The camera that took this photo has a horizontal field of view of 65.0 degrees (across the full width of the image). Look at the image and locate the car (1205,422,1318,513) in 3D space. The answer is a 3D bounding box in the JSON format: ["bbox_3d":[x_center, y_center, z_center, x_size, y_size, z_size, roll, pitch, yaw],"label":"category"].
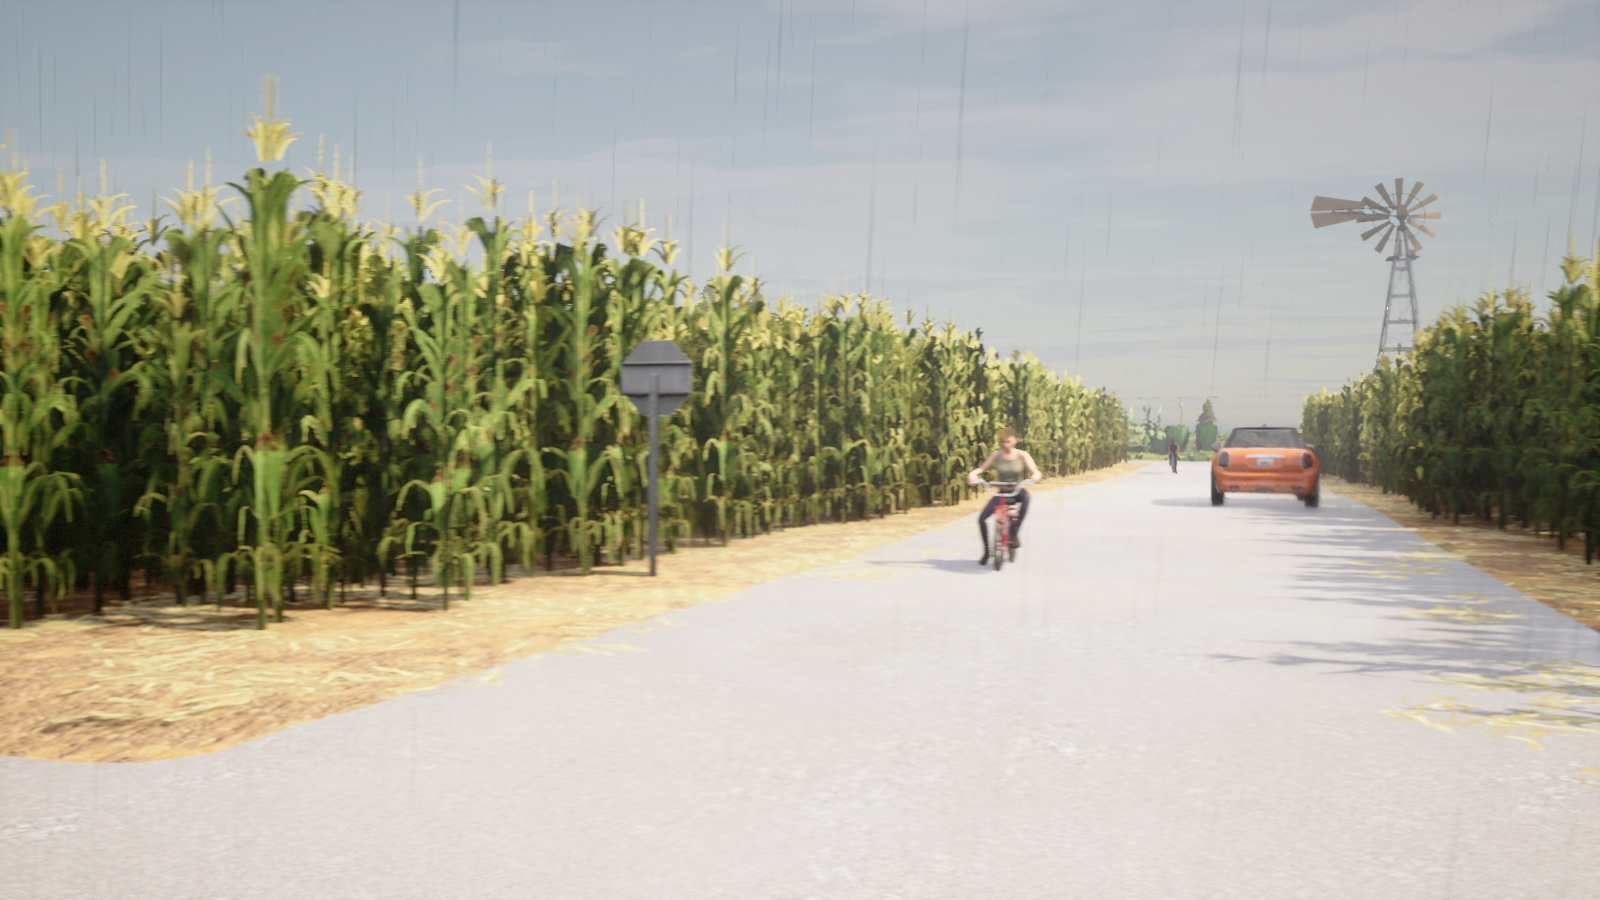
[{"bbox_3d":[9.974,0.323,27.326,2.097,1.767,4.553,1,1,19],"label":"car"}]

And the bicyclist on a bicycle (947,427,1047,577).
[{"bbox_3d":[2.285,0.556,14.407,0.866,1.612,1.509,1,1,19],"label":"bicyclist on a bicycle"}]
